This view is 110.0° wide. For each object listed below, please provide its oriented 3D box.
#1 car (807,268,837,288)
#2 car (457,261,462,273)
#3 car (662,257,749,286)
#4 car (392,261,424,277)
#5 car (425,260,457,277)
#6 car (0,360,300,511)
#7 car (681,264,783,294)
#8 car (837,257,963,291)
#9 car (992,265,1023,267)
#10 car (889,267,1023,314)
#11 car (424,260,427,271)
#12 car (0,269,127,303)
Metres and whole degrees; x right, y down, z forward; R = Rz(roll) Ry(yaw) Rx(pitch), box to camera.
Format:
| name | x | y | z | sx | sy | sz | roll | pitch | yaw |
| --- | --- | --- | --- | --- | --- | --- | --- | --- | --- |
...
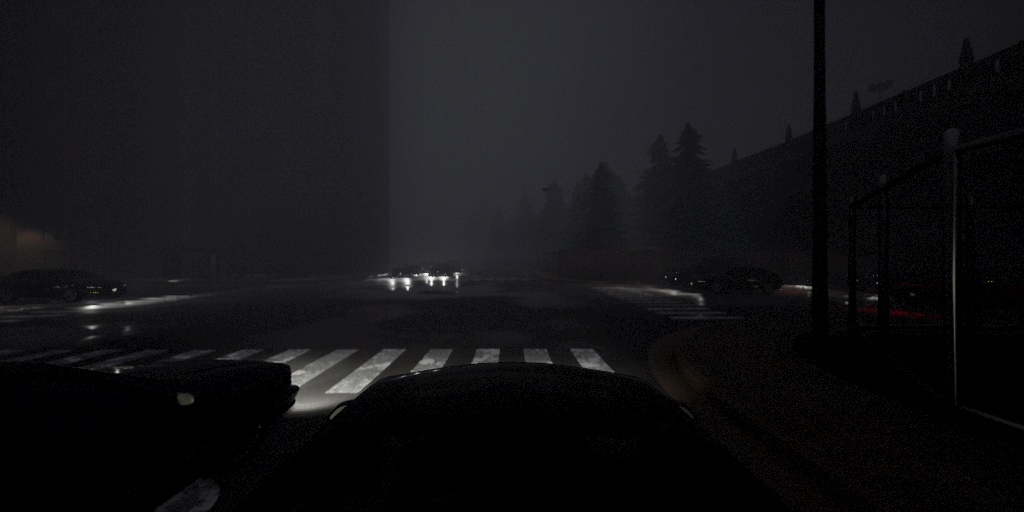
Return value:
| name | x | y | z | sx | sy | sz | roll | pitch | yaw |
| --- | --- | --- | --- | --- | --- | --- | --- | --- | --- |
| car | 22.481 | 1.410 | 24.124 | 4.181 | 1.385 | 1.994 | 0 | 0 | 1 |
| car | -7.580 | 1.357 | 45.973 | 1.812 | 1.442 | 4.674 | 0 | 0 | -3 |
| car | 13.097 | 1.068 | 24.105 | 5.566 | 2.045 | 2.150 | 0 | 0 | 0 |
| car | -10.786 | 1.415 | 36.840 | 1.895 | 1.301 | 4.718 | 0 | 0 | 0 |
| car | -7.302 | 1.379 | 37.233 | 1.994 | 1.385 | 4.181 | 0 | 0 | 0 |
| car | -3.410 | 1.298 | 1.714 | 2.033 | 1.411 | 5.357 | 0 | 0 | 0 |
| car | 12.745 | 1.344 | 20.602 | 4.892 | 1.490 | 1.837 | 0 | 0 | 0 |
| car | 22.594 | 1.061 | 20.639 | 5.566 | 2.045 | 2.150 | 0 | 0 | 0 |
| car | 33.555 | 1.349 | 24.161 | 4.892 | 1.490 | 1.837 | 0 | 0 | 0 |
| car | 17.560 | 1.304 | 13.484 | 5.008 | 1.535 | 1.882 | 0 | 0 | 0 |
| car | -11.036 | 1.323 | 46.156 | 2.128 | 1.511 | 4.902 | 0 | 0 | -3 |
| car | -21.033 | 1.338 | 16.777 | 4.892 | 1.490 | 1.837 | 0 | 0 | 0 |
